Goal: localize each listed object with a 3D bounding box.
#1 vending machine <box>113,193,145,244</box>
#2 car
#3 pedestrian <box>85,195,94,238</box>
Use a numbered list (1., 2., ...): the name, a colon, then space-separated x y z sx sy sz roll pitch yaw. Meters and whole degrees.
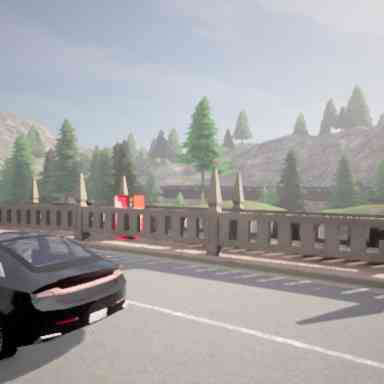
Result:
1. vending machine: -2.786 1.123 14.721 0.880 2.100 1.100 1 0 29
2. car: -3.338 1.453 5.804 4.902 1.511 2.128 0 0 32
3. pedestrian: -4.546 1.062 14.359 0.375 1.860 0.375 1 1 28
